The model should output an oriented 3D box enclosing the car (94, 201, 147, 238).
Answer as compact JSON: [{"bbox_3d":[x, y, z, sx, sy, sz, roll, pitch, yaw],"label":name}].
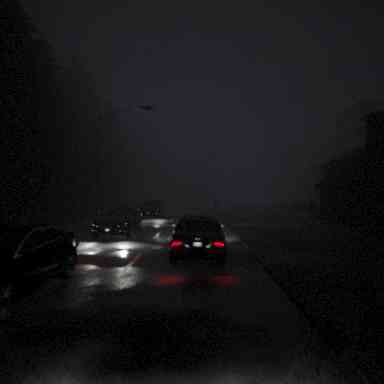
[{"bbox_3d":[-3.786,1.462,17.454,1.837,1.490,4.892,0,0,1],"label":"car"}]

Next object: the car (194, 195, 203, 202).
[{"bbox_3d":[1.379,1.466,73.343,2.128,1.511,4.902,0,0,1],"label":"car"}]

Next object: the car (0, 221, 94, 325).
[{"bbox_3d":[-3.988,1.457,7.082,2.128,1.511,4.902,0,0,1],"label":"car"}]

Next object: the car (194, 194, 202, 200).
[{"bbox_3d":[1.578,1.356,83.761,2.033,1.411,5.357,0,0,1],"label":"car"}]

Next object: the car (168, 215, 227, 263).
[{"bbox_3d":[0.205,1.538,11.967,2.033,1.411,5.357,0,0,1],"label":"car"}]

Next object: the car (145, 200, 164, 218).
[{"bbox_3d":[-3.534,1.454,29.257,1.837,1.490,4.892,0,0,1],"label":"car"}]
